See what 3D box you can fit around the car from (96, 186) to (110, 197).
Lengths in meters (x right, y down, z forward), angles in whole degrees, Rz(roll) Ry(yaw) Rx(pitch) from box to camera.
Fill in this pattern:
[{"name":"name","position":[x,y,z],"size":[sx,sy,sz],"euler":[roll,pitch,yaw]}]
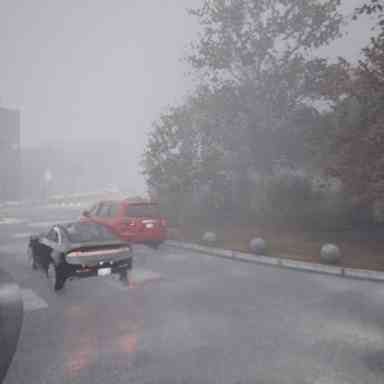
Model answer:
[{"name":"car","position":[-18.232,0.217,63.072],"size":[1.946,1.575,5.366],"euler":[0,3,12]}]

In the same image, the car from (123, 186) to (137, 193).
[{"name":"car","position":[-14.829,-0.590,79.560],"size":[2.163,1.488,4.792],"euler":[0,3,12]}]

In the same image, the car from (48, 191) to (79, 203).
[{"name":"car","position":[-20.475,0.769,52.268],"size":[1.946,1.575,5.366],"euler":[0,3,12]}]

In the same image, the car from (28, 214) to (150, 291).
[{"name":"car","position":[-3.367,1.614,9.525],"size":[2.128,1.511,4.902],"euler":[0,-1,-35]}]

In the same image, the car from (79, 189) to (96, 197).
[{"name":"car","position":[-19.349,0.492,57.668],"size":[1.946,1.575,5.366],"euler":[0,3,12]}]

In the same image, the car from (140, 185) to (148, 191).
[{"name":"car","position":[-12.585,-1.171,90.403],"size":[2.231,1.521,4.892],"euler":[0,3,12]}]

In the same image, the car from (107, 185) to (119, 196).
[{"name":"car","position":[-17.060,-0.321,68.741],"size":[2.435,2.045,5.566],"euler":[0,3,12]}]

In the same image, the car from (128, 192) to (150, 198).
[{"name":"car","position":[-7.019,1.169,41.266],"size":[1.837,1.490,4.892],"euler":[-1,3,7]}]

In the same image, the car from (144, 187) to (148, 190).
[{"name":"car","position":[-6.777,0.244,60.794],"size":[1.812,1.442,4.674],"euler":[0,3,12]}]

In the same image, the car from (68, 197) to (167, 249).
[{"name":"car","position":[-3.318,1.401,14.689],"size":[2.150,2.045,5.566],"euler":[0,-1,-40]}]
